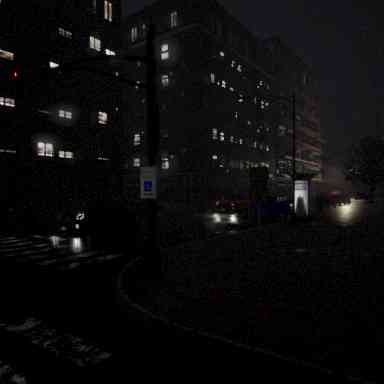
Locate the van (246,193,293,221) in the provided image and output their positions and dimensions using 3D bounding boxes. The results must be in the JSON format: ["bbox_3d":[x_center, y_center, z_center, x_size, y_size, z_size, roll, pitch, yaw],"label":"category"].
[{"bbox_3d":[5.695,1.009,23.708,1.690,1.788,3.998,1,1,36],"label":"van"}]

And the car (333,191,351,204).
[{"bbox_3d":[18.834,0.923,42.111,1.947,1.339,4.313,1,1,36],"label":"car"}]

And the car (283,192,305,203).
[{"bbox_3d":[15.757,0.801,51.361,1.752,1.417,4.829,1,1,36],"label":"car"}]

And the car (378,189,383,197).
[{"bbox_3d":[41.827,0.356,74.307,1.887,1.381,4.507,1,1,36],"label":"car"}]

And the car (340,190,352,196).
[{"bbox_3d":[38.824,0.278,83.663,2.008,1.369,4.403,1,1,36],"label":"car"}]

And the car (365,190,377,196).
[{"bbox_3d":[44.217,0.216,82.085,1.994,1.385,4.181,0,1,36],"label":"car"}]

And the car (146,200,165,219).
[{"bbox_3d":[-3.832,1.283,23.931,1.887,1.381,4.507,1,1,36],"label":"car"}]

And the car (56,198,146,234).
[{"bbox_3d":[-4.982,1.167,17.989,2.097,1.767,4.553,0,1,34],"label":"car"}]

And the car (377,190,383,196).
[{"bbox_3d":[45.111,0.315,78.907,1.802,1.307,4.206,1,1,36],"label":"car"}]

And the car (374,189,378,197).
[{"bbox_3d":[31.973,0.590,60.509,1.887,1.381,4.507,1,1,36],"label":"car"}]

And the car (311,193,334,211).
[{"bbox_3d":[12.264,1.078,32.912,1.947,1.339,4.313,1,1,36],"label":"car"}]

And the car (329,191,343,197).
[{"bbox_3d":[32.262,0.428,74.473,1.887,1.381,4.507,1,1,36],"label":"car"}]

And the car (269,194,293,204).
[{"bbox_3d":[12.574,0.933,46.906,1.802,1.307,4.206,1,1,36],"label":"car"}]

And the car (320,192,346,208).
[{"bbox_3d":[15.549,0.979,37.511,1.887,1.381,4.507,1,1,36],"label":"car"}]

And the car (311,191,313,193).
[{"bbox_3d":[15.048,0.890,46.012,2.033,1.411,5.357,0,1,36],"label":"car"}]

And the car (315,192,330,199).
[{"bbox_3d":[25.699,0.621,65.284,1.802,1.307,4.206,1,1,36],"label":"car"}]

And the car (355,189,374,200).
[{"bbox_3d":[28.688,0.564,55.907,1.967,1.590,4.097,1,1,36],"label":"car"}]

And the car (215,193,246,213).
[{"bbox_3d":[4.003,0.953,30.673,2.097,1.767,4.553,0,1,36],"label":"car"}]
